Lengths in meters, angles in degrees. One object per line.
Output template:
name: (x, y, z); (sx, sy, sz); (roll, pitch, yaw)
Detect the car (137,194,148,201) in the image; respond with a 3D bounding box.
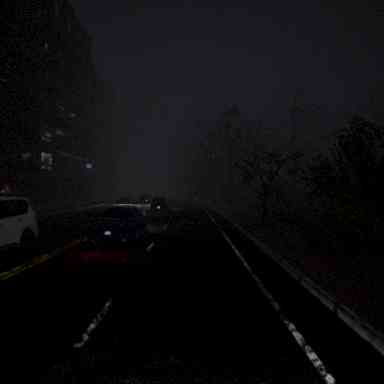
car: (-7.313, 1.138, 51.363); (1.837, 1.490, 4.892); (0, 1, -2)

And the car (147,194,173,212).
car: (-3.350, 1.254, 35.330); (1.837, 1.490, 4.892); (0, 0, -1)

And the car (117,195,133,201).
car: (-10.620, 1.191, 52.696); (1.994, 1.385, 4.181); (0, 0, -2)

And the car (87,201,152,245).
car: (-3.159, 1.370, 14.929); (1.882, 1.535, 5.008); (0, 0, 0)

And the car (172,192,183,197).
car: (-3.660, 0.704, 91.651); (1.837, 1.490, 4.892); (0, 0, -6)

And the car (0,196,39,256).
car: (-6.606, 1.150, 9.756); (2.150, 2.045, 5.566); (0, 0, 0)

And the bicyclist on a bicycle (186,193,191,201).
bicyclist on a bicycle: (-0.486, 0.993, 63.863); (0.582, 1.620, 1.656); (0, 0, -4)

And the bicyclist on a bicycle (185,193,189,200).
bicyclist on a bicycle: (-1.113, 0.924, 72.923); (0.582, 1.620, 1.656); (0, 0, -4)
